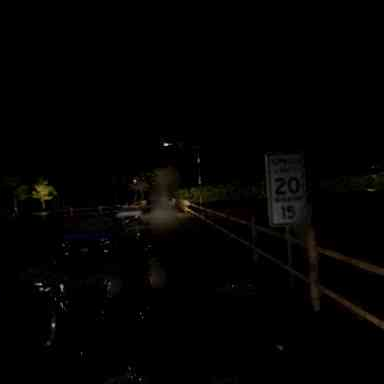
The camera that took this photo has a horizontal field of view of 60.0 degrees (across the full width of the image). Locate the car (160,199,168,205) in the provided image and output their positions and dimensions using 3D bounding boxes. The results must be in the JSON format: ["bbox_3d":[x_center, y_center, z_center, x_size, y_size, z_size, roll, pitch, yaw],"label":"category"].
[{"bbox_3d":[-7.502,2.591,90.011,2.128,1.511,4.902,-3,-1,-5],"label":"car"}]

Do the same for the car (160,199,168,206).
[{"bbox_3d":[-6.646,2.558,80.066,1.895,1.301,4.718,-3,-1,-5],"label":"car"}]

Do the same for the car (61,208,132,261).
[{"bbox_3d":[-3.838,1.696,13.681,1.882,1.535,5.008,-3,0,-5],"label":"car"}]

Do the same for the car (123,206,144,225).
[{"bbox_3d":[-4.949,1.858,26.871,1.812,1.442,4.674,-3,0,-5],"label":"car"}]

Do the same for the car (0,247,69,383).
[{"bbox_3d":[-2.974,1.724,3.549,1.994,1.385,4.181,-3,0,-5],"label":"car"}]
